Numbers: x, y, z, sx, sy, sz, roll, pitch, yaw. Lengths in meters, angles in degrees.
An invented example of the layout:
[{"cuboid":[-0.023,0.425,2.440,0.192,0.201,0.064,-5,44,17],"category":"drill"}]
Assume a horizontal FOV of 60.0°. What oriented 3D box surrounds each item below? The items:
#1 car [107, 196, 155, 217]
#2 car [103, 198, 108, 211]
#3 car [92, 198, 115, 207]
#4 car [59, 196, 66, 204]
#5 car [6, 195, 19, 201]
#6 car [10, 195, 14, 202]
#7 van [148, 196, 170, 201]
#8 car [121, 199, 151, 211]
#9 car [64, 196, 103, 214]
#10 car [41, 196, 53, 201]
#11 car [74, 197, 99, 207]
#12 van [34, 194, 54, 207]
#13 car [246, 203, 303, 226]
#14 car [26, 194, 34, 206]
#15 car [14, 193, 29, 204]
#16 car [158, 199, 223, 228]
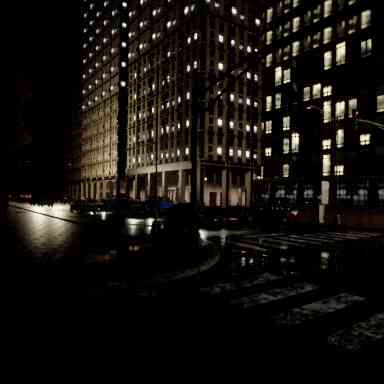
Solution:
[{"cuboid":[-5.637,1.412,30.105,1.882,1.535,5.008,1,-1,-35],"category":"car"},{"cuboid":[-11.783,1.468,38.809,2.033,1.411,5.357,1,-1,-35],"category":"car"},{"cuboid":[-13.765,1.586,51.607,1.947,1.339,4.313,1,-1,-35],"category":"car"},{"cuboid":[-22.140,1.463,58.952,1.837,1.490,4.892,1,-1,-35],"category":"car"},{"cuboid":[-40.183,1.377,74.430,2.008,1.369,4.403,1,-1,-35],"category":"car"},{"cuboid":[-36.921,1.396,69.819,1.947,1.339,4.313,1,-1,-35],"category":"car"},{"cuboid":[-3.971,1.382,37.778,1.690,1.788,3.998,1,-1,-35],"category":"van"},{"cuboid":[-7.238,1.584,42.386,2.008,1.369,4.403,1,-1,-35],"category":"car"},{"cuboid":[-10.814,1.427,32.935,2.008,1.369,4.403,1,-1,-35],"category":"car"},{"cuboid":[-36.609,1.570,83.880,1.802,1.307,4.206,1,-1,-35],"category":"car"},{"cuboid":[-16.013,1.516,50.296,2.033,1.411,5.357,1,-1,-36],"category":"car"},{"cuboid":[-20.600,1.197,46.769,1.690,1.788,3.998,1,-1,-35],"category":"van"},{"cuboid":[5.818,1.505,23.945,1.967,1.590,4.097,1,-1,-35],"category":"car"},{"cuboid":[-23.867,1.432,51.377,1.802,1.307,4.206,1,-1,-35],"category":"car"},{"cuboid":[-30.390,1.154,60.601,2.192,1.841,5.009,1,-1,-35],"category":"car"},{"cuboid":[-0.013,1.426,22.157,1.882,1.535,5.008,1,-1,-35],"category":"car"}]
